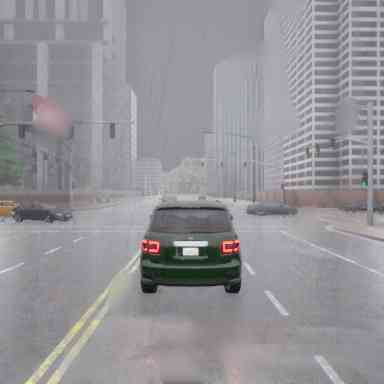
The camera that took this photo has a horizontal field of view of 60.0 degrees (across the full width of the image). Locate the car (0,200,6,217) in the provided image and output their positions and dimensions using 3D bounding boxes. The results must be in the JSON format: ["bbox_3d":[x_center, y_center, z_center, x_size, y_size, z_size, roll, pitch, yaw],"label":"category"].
[{"bbox_3d":[-16.120,1.490,29.651,5.008,1.535,1.882,0,0,-1],"label":"car"}]

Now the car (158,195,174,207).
[{"bbox_3d":[-4.026,1.374,52.240,2.097,1.767,4.553,0,0,0],"label":"car"}]

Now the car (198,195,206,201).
[{"bbox_3d":[2.737,1.539,90.592,1.837,1.490,4.892,0,0,0],"label":"car"}]

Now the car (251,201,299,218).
[{"bbox_3d":[7.226,1.538,29.977,4.674,1.442,1.812,0,0,-1],"label":"car"}]

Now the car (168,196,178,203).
[{"bbox_3d":[-4.105,1.531,72.168,1.837,1.490,4.892,0,0,0],"label":"car"}]

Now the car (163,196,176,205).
[{"bbox_3d":[-4.082,1.574,61.863,2.033,1.411,5.357,0,0,0],"label":"car"}]

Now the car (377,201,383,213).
[{"bbox_3d":[22.134,1.492,33.883,5.008,1.535,1.882,0,0,-1],"label":"car"}]

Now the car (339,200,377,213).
[{"bbox_3d":[19.466,1.563,37.348,5.357,1.411,2.033,0,0,-1],"label":"car"}]

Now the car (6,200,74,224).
[{"bbox_3d":[-11.044,1.517,24.632,4.892,1.490,1.837,-1,-2,22],"label":"car"}]

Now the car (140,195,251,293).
[{"bbox_3d":[-0.021,1.225,8.982,2.150,2.045,5.566,0,0,0],"label":"car"}]
